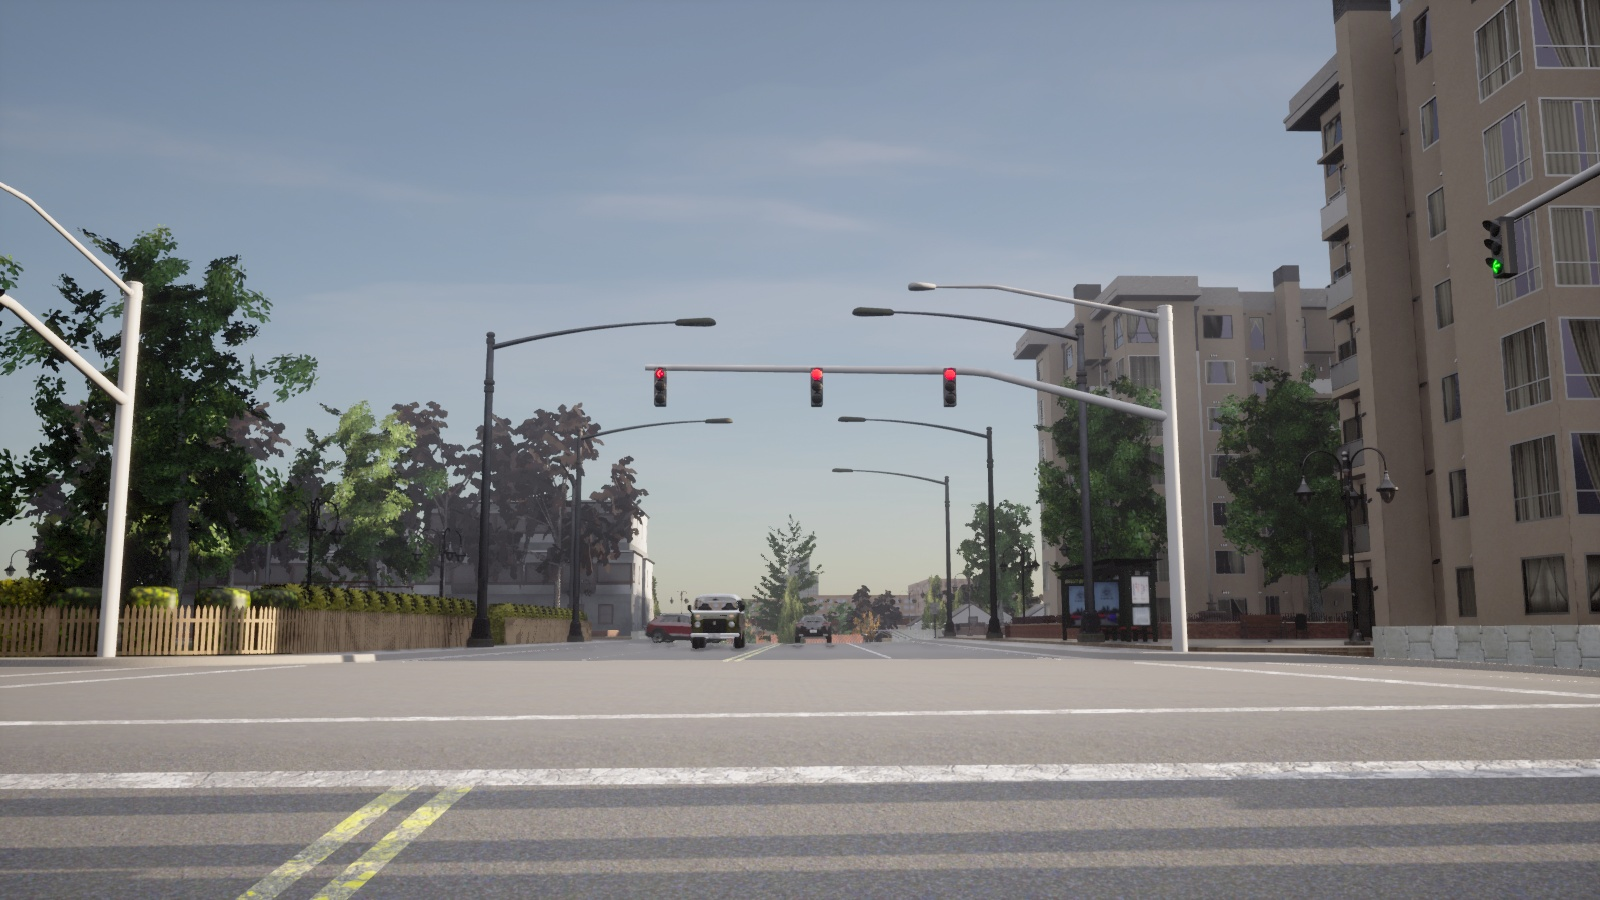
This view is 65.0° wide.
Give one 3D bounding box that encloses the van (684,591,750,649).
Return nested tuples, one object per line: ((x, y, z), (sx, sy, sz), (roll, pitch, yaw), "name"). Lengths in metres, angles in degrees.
((-3.016, 6.312, 46.467), (2.069, 2.038, 4.480), (0, -8, 1), "van")

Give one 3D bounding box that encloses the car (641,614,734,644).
((-6.454, 10.292, 72.188), (4.856, 1.649, 2.033), (-2, -10, 17), "car")

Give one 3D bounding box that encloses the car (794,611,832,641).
((0.768, 10.399, 73.855), (2.152, 1.651, 5.027), (0, -9, 1), "car")
